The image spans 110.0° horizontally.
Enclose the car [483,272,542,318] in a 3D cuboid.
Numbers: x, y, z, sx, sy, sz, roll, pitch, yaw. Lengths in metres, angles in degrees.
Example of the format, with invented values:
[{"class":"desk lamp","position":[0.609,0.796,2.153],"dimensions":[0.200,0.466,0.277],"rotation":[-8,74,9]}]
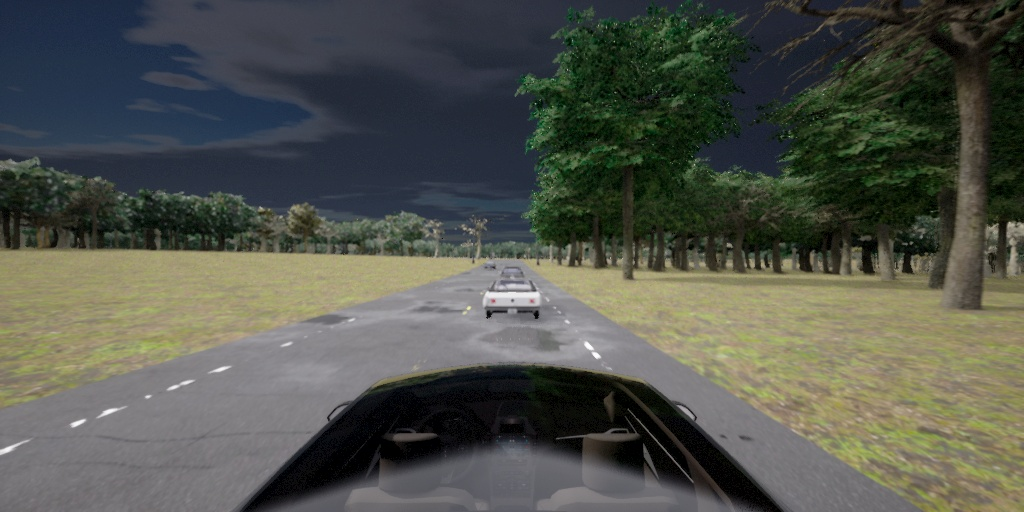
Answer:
[{"class":"car","position":[0.039,1.466,13.515],"dimensions":[1.895,1.301,4.718],"rotation":[0,0,1]}]

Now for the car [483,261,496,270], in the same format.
[{"class":"car","position":[-3.562,1.501,58.457],"dimensions":[1.812,1.442,4.674],"rotation":[0,0,0]}]

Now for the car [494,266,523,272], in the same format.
[{"class":"car","position":[0.022,1.504,26.955],"dimensions":[2.033,1.411,5.357],"rotation":[0,0,0]}]
